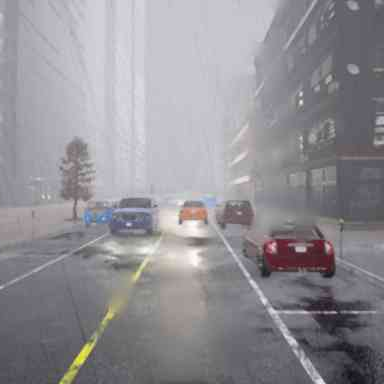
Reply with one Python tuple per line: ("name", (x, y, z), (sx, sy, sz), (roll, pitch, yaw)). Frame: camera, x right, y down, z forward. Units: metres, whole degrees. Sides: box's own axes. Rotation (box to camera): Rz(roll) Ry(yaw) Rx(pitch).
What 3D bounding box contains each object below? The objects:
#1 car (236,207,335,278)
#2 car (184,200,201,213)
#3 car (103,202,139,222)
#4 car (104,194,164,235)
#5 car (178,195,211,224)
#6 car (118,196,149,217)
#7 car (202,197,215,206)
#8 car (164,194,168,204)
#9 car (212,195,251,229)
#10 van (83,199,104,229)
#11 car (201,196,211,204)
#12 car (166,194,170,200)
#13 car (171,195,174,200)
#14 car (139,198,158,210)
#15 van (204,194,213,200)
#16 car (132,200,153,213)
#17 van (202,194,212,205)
("car", (2.704, 1.445, 10.192), (1.967, 1.590, 4.097), (1, 0, 0))
("car", (0.085, 1.606, 38.351), (1.895, 1.301, 4.718), (0, 0, 0))
("car", (-5.669, 1.553, 27.113), (1.887, 1.381, 4.507), (1, 0, 0))
("car", (-3.091, 1.229, 19.043), (2.150, 2.045, 5.566), (0, 0, 0))
("car", (0.098, 1.360, 24.982), (2.097, 1.767, 4.553), (0, 0, 0))
("car", (-5.663, 1.322, 32.759), (2.192, 1.841, 5.009), (1, 0, 0))
("car", (2.727, 1.547, 55.365), (2.008, 1.369, 4.403), (1, 0, 0))
("car", (-5.654, 1.547, 55.344), (2.008, 1.369, 4.403), (1, 0, 0))
("car", (2.712, 1.323, 21.484), (2.192, 1.841, 5.009), (1, 0, 0))
("van", (-5.669, 1.349, 21.466), (1.690, 1.788, 3.998), (1, 0, 0))
("car", (2.732, 1.569, 66.658), (1.802, 1.307, 4.206), (1, 0, 0))
("car", (-5.651, 1.574, 60.991), (1.802, 1.307, 4.206), (1, 0, 0))
("car", (-5.636, 1.506, 89.222), (2.008, 1.369, 4.403), (1, 0, 0))
("car", (-5.660, 1.568, 44.052), (1.947, 1.339, 4.313), (1, 0, 0))
("van", (2.726, 1.340, 49.718), (1.690, 1.788, 3.998), (1, 0, 0))
("car", (-5.663, 1.587, 38.405), (1.802, 1.307, 4.206), (1, 0, 0))
("van", (2.732, 1.333, 61.011), (1.690, 1.788, 3.998), (1, 0, 0))
